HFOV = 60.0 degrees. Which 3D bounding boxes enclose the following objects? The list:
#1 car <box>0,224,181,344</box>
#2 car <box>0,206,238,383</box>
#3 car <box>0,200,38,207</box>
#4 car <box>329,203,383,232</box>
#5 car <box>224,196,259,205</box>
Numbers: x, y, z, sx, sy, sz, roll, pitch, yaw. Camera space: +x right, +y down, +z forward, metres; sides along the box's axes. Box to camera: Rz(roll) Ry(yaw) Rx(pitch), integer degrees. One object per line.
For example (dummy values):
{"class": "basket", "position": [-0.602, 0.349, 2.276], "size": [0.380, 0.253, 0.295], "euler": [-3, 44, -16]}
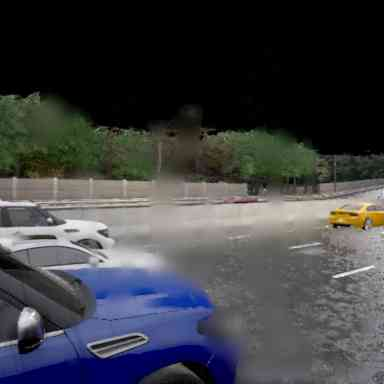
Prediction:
{"class": "car", "position": [-2.663, 1.523, 6.144], "size": [4.674, 1.442, 1.812], "euler": [0, 0, -36]}
{"class": "car", "position": [-2.222, 1.225, 2.285], "size": [5.566, 2.045, 2.150], "euler": [0, 0, -36]}
{"class": "car", "position": [-4.908, 1.220, 8.843], "size": [5.566, 2.045, 2.150], "euler": [0, 0, -36]}
{"class": "car", "position": [10.108, 1.367, 19.504], "size": [5.008, 1.535, 1.882], "euler": [-1, 0, -35]}
{"class": "car", "position": [6.343, 1.292, 42.724], "size": [5.008, 1.535, 1.882], "euler": [0, 0, -35]}
